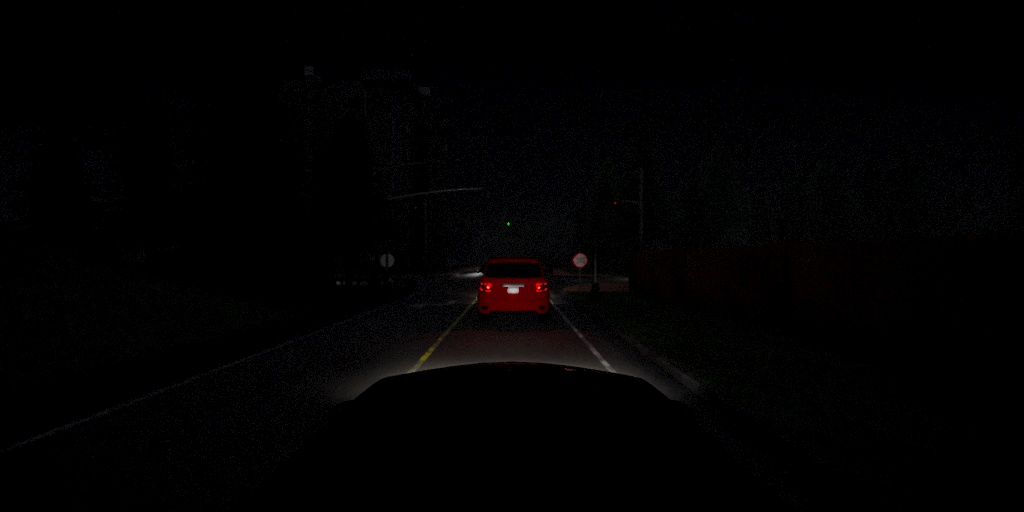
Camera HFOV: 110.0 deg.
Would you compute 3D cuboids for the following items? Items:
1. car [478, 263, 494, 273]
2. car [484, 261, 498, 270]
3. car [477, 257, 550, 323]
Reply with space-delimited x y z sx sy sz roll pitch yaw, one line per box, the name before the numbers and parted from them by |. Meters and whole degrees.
car | -3.547 1.624 49.762 1.895 1.301 4.718 0 0 0
car | -3.513 1.631 60.398 2.033 1.411 5.357 0 0 0
car | 0.073 1.037 12.586 2.150 2.045 5.566 0 0 1
